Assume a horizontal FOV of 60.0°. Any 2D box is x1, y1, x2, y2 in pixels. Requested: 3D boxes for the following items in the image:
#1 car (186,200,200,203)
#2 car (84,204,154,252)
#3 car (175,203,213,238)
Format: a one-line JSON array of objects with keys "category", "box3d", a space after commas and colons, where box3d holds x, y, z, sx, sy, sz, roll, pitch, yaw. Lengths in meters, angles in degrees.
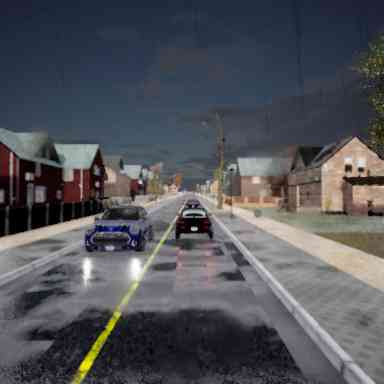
[{"category": "car", "box3d": [0.108, 1.550, 36.341, 2.033, 1.411, 5.357, 0, 0, 0]}, {"category": "car", "box3d": [-2.837, 1.354, 13.771, 2.097, 1.767, 4.553, 0, 0, 0]}, {"category": "car", "box3d": [0.105, 1.528, 17.619, 1.812, 1.442, 4.674, 0, 0, 0]}]
